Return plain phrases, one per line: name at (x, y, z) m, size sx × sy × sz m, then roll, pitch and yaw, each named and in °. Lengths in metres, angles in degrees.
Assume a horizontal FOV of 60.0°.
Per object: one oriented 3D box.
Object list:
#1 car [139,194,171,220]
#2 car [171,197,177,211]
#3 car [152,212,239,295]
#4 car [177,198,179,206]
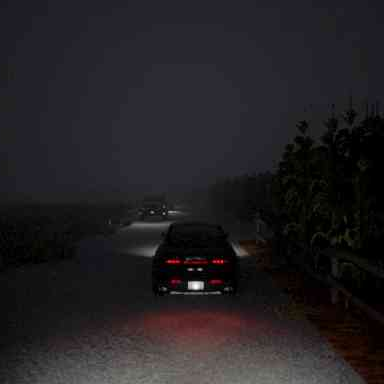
car at (-3.171, 1.229, 28.556) m, size 2.150 × 2.045 × 5.566 m, roll 0°, pitch 0°, yaw -2°
car at (-3.209, 1.575, 40.759) m, size 1.994 × 1.385 × 4.181 m, roll 0°, pitch 0°, yaw 0°
car at (0.080, 1.508, 8.721) m, size 1.837 × 1.490 × 4.892 m, roll 0°, pitch 0°, yaw 0°
car at (-3.124, 1.568, 56.640) m, size 1.812 × 1.442 × 4.674 m, roll 0°, pitch 0°, yaw 0°
